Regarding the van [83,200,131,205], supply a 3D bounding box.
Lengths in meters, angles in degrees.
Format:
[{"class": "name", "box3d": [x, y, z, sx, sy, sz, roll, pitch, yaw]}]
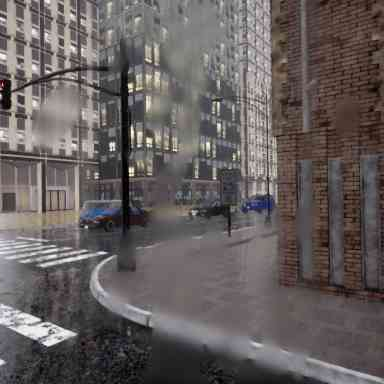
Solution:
[{"class": "van", "box3d": [-6.000, 1.460, 23.471, 1.690, 1.788, 3.998, -2, -1, 36]}]

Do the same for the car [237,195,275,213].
[{"class": "car", "box3d": [7.687, 1.329, 38.121, 2.150, 2.045, 5.566, -1, -1, 36]}]

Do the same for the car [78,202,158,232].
[{"class": "car", "box3d": [-4.482, 1.614, 21.136, 2.033, 1.411, 5.357, -1, -1, 36]}]

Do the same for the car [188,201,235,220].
[{"class": "car", "box3d": [1.598, 1.578, 29.626, 2.128, 1.511, 4.902, -1, -1, 36]}]

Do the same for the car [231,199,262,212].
[{"class": "car", "box3d": [6.830, 1.688, 41.384, 1.752, 1.417, 4.829, -2, -1, 36]}]
